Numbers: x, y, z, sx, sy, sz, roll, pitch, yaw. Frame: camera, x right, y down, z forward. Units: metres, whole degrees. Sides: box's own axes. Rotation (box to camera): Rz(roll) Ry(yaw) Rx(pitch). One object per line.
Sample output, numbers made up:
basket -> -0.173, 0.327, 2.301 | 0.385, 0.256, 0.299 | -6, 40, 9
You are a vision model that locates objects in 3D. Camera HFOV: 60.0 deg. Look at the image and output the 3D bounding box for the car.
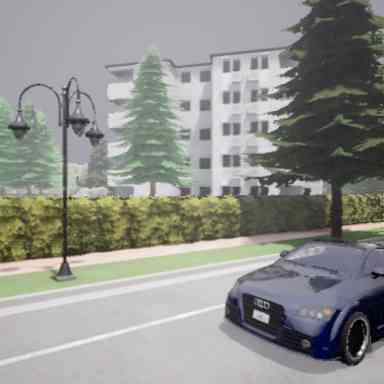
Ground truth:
car -> 2.593, 1.564, 5.842 | 4.181, 1.385, 1.994 | 0, 0, -36
